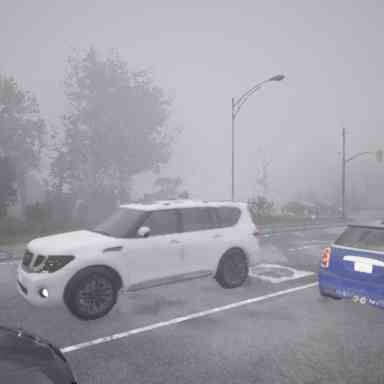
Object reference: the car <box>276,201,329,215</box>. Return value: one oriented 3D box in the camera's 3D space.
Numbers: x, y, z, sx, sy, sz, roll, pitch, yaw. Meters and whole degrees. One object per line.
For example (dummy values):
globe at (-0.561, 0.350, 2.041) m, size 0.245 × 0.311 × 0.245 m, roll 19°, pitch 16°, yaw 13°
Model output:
car at (11.712, 1.724, 35.734) m, size 1.837 × 1.490 × 4.892 m, roll 0°, pitch -1°, yaw -29°

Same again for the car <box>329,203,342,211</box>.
car at (14.608, 1.721, 37.637) m, size 2.128 × 1.511 × 4.902 m, roll 0°, pitch -2°, yaw -33°

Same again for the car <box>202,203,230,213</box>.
car at (3.838, 2.599, 54.834) m, size 2.128 × 1.511 × 4.902 m, roll 0°, pitch -3°, yaw -32°

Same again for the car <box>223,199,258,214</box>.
car at (6.387, 1.924, 44.173) m, size 2.097 × 1.767 × 4.553 m, roll 0°, pitch -3°, yaw -32°

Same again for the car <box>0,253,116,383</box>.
car at (-3.060, 1.492, 1.563) m, size 4.902 × 1.511 × 2.128 m, roll 0°, pitch 0°, yaw -36°

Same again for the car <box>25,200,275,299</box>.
car at (-0.865, 1.223, 7.667) m, size 5.566 × 2.045 × 2.150 m, roll 0°, pitch 0°, yaw -35°

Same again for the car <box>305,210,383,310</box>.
car at (4.775, 1.360, 7.106) m, size 4.553 × 1.767 × 2.097 m, roll 0°, pitch 0°, yaw -35°

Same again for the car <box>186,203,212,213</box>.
car at (1.040, 2.608, 52.711) m, size 1.812 × 1.442 × 4.674 m, roll 0°, pitch -3°, yaw -32°
